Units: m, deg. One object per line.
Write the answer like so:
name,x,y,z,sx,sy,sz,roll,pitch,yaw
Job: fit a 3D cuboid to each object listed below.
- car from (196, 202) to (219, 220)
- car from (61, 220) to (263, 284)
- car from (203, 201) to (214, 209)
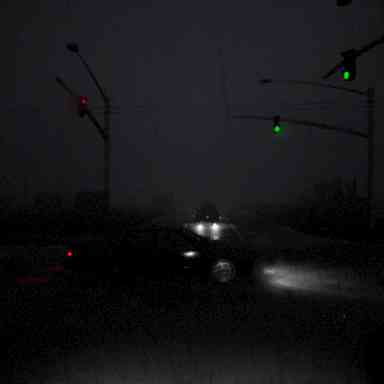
car,1.370,1.886,29.299,1.994,1.385,4.181,0,-1,3
car,-0.803,1.665,9.465,5.357,1.411,2.033,0,-1,3
car,3.008,2.308,60.983,1.895,1.301,4.718,0,-1,3
